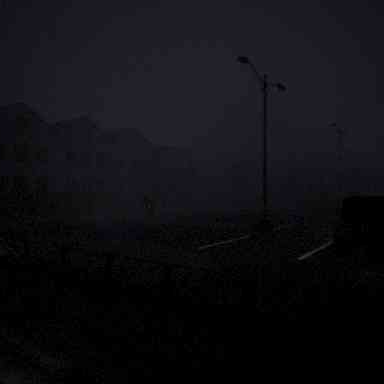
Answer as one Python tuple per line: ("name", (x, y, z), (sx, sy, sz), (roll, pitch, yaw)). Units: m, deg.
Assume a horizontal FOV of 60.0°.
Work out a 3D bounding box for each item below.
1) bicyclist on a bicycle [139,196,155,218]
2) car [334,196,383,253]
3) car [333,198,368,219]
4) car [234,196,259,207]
("bicyclist on a bicycle", (-3.326, 1.092, 24.411), (1.656, 1.620, 0.582), (0, 0, 35))
("car", (6.184, 1.075, 11.465), (1.905, 1.878, 3.866), (0, 0, 35))
("car", (13.489, 1.292, 28.188), (2.007, 1.523, 4.514), (0, 0, 35))
("car", (7.718, 1.334, 46.863), (2.033, 1.411, 5.357), (0, 0, 33))
